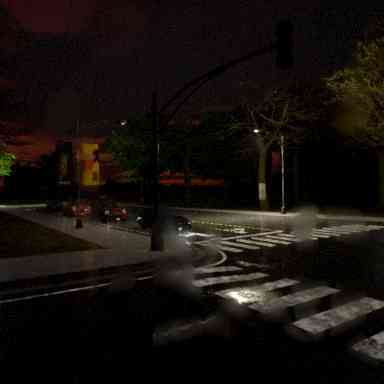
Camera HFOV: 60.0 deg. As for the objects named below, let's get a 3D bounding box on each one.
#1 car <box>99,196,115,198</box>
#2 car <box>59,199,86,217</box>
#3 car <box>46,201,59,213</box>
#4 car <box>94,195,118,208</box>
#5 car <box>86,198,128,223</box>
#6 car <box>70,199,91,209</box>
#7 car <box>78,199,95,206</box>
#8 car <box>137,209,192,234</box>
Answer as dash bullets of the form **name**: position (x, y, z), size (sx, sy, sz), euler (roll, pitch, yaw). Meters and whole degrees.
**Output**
- **car**: position (-13.808, 1.781, 50.366), size (2.097, 1.767, 4.553), euler (-1, 0, -35)
- **car**: position (-13.112, 1.811, 37.810), size (2.097, 1.767, 4.553), euler (-1, 0, -35)
- **car**: position (-18.866, 2.035, 46.116), size (1.882, 1.535, 5.008), euler (-1, 0, -35)
- **car**: position (-15.048, 1.651, 57.909), size (2.150, 2.045, 5.566), euler (-1, 0, -35)
- **car**: position (-7.506, 1.716, 29.788), size (2.097, 1.767, 4.553), euler (-1, 0, -35)
- **car**: position (-19.667, 2.078, 58.679), size (2.033, 1.411, 5.357), euler (-1, 0, -35)
- **car**: position (-21.161, 2.099, 66.657), size (1.994, 1.385, 4.181), euler (-1, 0, -35)
- **car**: position (-2.011, 1.819, 22.034), size (2.033, 1.411, 5.357), euler (-1, 0, -29)
